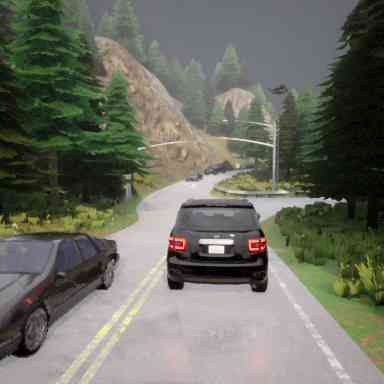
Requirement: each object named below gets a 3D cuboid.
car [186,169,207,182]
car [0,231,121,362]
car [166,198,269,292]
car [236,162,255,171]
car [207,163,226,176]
[{"bbox_3d":[0.425,-2.530,55.250,1.994,1.385,4.181,2,10,19],"label":"car"},{"bbox_3d":[-2.889,1.506,6.286,2.033,1.411,5.357,0,0,5],"label":"car"},{"bbox_3d":[0.705,1.172,8.993,2.150,2.045,5.566,0,0,5],"label":"car"},{"bbox_3d":[11.483,-5.593,70.932,4.553,1.767,2.097,-9,9,-36],"label":"car"},{"bbox_3d":[4.444,-4.339,63.780,2.150,2.045,5.566,3,10,36],"label":"car"}]
